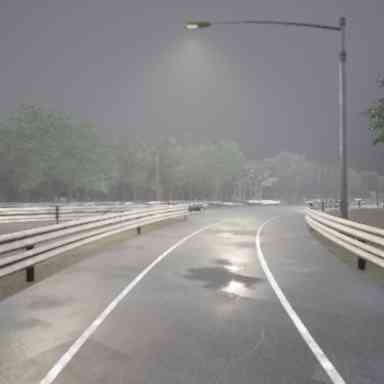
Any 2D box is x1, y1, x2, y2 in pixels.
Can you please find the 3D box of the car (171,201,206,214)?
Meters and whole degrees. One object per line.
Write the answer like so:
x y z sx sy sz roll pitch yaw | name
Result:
-0.413 1.797 38.683 2.128 1.511 4.902 -1 -2 44 | car

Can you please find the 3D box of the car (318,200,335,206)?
27.188 2.258 67.123 1.882 1.535 5.008 -1 -2 44 | car

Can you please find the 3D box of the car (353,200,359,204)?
41.133 2.558 81.490 2.033 1.411 5.357 -1 -2 44 | car
